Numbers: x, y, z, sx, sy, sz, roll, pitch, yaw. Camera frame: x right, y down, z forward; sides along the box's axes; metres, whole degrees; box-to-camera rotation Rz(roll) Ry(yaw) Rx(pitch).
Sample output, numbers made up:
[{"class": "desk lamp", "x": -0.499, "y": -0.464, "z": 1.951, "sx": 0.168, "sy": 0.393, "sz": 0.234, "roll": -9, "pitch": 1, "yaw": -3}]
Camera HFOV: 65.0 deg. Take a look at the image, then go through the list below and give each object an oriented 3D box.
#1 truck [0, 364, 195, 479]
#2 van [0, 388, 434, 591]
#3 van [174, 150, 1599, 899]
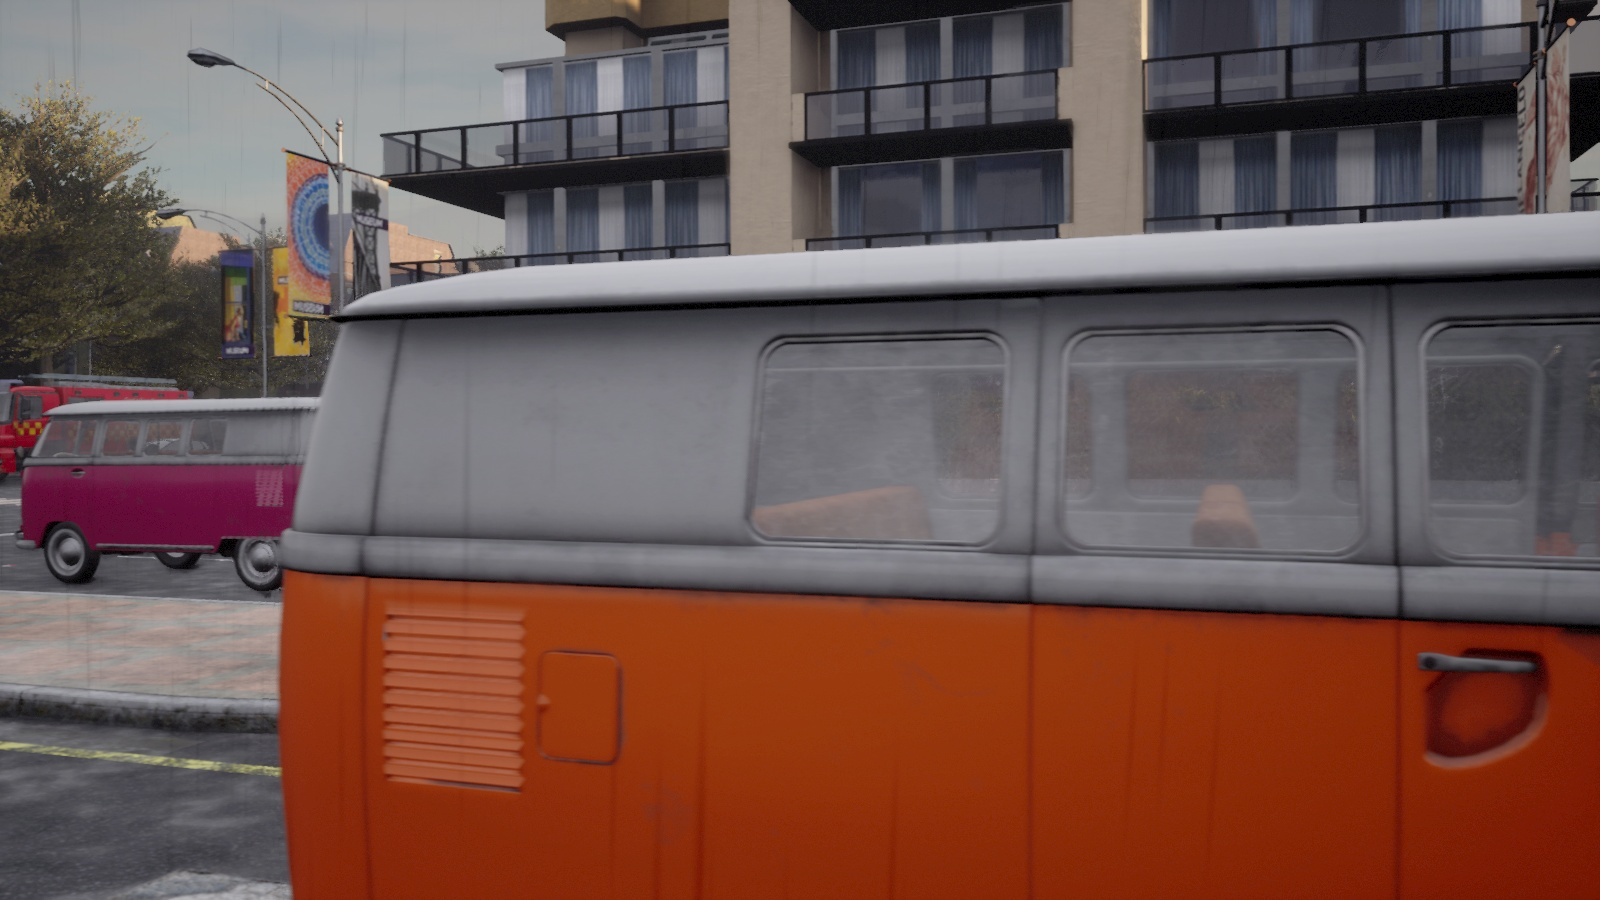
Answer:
[{"class": "truck", "x": -26.742, "y": -1.013, "z": 46.289, "sx": 2.891, "sy": 3.827, "sz": 8.468, "roll": 0, "pitch": 1, "yaw": 18}, {"class": "van", "x": -6.455, "y": 0.377, "z": 13.801, "sx": 4.442, "sy": 1.987, "sz": 1.775, "roll": 0, "pitch": 1, "yaw": 19}, {"class": "van", "x": 1.041, "y": 0.537, "z": 2.839, "sx": 4.442, "sy": 1.987, "sz": 1.775, "roll": 1, "pitch": 1, "yaw": 19}]
